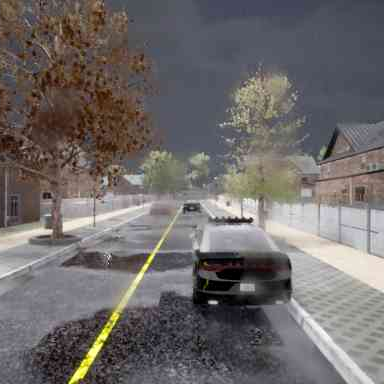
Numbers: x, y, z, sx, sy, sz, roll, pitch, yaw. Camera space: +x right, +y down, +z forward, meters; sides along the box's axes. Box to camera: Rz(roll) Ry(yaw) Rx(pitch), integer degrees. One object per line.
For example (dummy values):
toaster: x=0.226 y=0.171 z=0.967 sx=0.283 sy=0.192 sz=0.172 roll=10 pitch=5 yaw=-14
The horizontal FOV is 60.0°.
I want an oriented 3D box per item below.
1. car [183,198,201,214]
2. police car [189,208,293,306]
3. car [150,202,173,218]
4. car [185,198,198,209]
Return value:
car: x=0.004 y=1.503 z=36.266 sx=1.882 sy=1.535 sz=5.008 roll=0 pitch=0 yaw=0
police car: x=0.946 y=1.430 z=8.275 sx=1.930 sy=1.638 sz=5.238 roll=0 pitch=0 yaw=0
car: x=-2.814 y=1.621 z=30.980 sx=1.895 sy=1.301 sz=4.718 roll=0 pitch=0 yaw=0
car: x=-0.045 y=1.563 z=46.712 sx=1.812 sy=1.442 sz=4.674 roll=0 pitch=0 yaw=0
